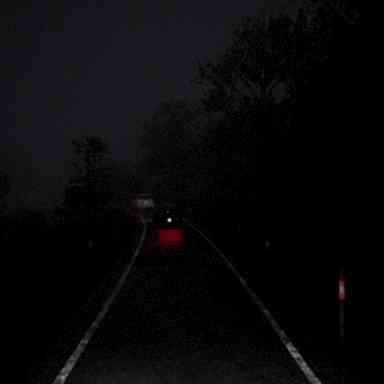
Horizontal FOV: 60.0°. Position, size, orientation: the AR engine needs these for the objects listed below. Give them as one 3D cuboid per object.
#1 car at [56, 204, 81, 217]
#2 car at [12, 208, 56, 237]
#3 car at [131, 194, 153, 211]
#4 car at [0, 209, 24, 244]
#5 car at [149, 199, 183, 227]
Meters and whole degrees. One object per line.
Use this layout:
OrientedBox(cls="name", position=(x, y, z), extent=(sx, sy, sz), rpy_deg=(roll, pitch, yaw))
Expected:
OrientedBox(cls="car", position=(-13.375, 1.801, 35.552), extent=(2.097, 1.535, 5.008), rpy_deg=(0, -1, -14))
OrientedBox(cls="car", position=(-10.198, 1.706, 19.830), extent=(2.231, 1.521, 4.892), rpy_deg=(2, -1, -7))
OrientedBox(cls="car", position=(-6.113, 1.249, 40.697), extent=(2.150, 2.045, 5.566), rpy_deg=(-1, 0, -18))
OrientedBox(cls="car", position=(-9.503, 1.675, 14.281), extent=(2.231, 1.521, 4.892), rpy_deg=(2, -1, -6))
OrientedBox(cls="car", position=(-1.761, 1.467, 22.833), extent=(1.837, 1.490, 4.892), rpy_deg=(0, 0, -9))
